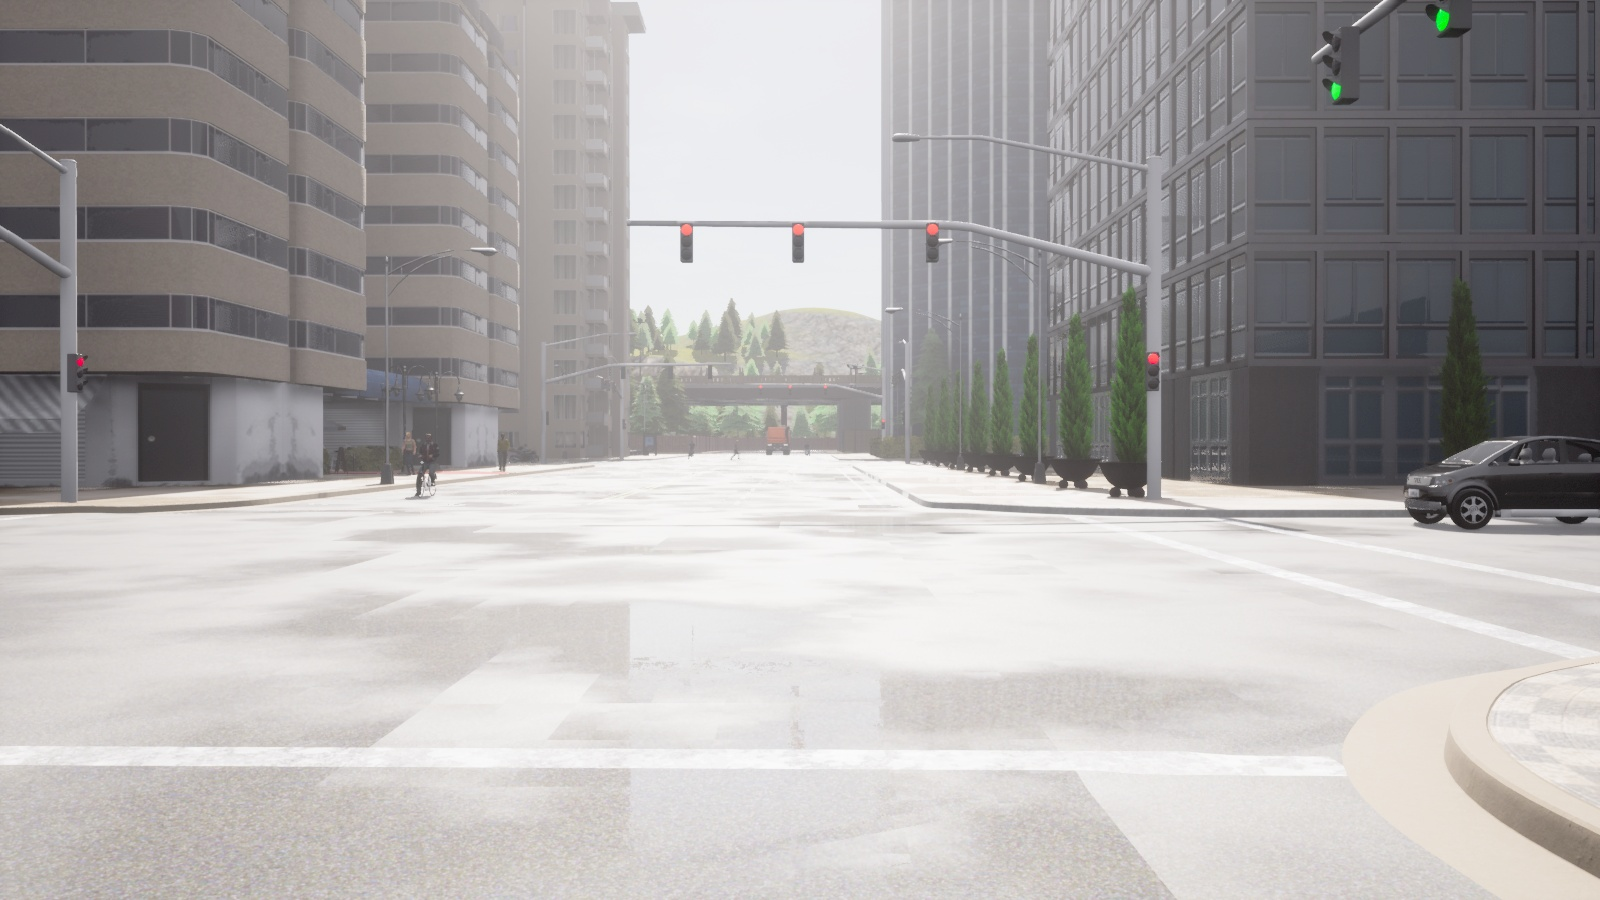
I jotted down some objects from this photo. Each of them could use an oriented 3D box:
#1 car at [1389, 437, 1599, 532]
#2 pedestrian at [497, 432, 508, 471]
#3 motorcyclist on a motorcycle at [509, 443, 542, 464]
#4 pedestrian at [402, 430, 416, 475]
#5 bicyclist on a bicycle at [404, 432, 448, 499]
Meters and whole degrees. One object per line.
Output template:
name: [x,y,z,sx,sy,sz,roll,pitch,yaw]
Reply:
car: [12.269,0.559,21.319,3.705,1.549,1.789,0,0,1]
pedestrian: [-13.903,0.063,58.627,0.370,1.835,0.726,0,0,-2]
motorcyclist on a motorcycle: [-19.861,0.252,90.946,2.191,1.530,0.866,0,0,0]
pedestrian: [-16.231,0.098,52.112,0.345,1.836,0.594,0,0,5]
bicyclist on a bicycle: [-10.291,0.413,34.589,0.659,1.776,1.843,0,0,0]
